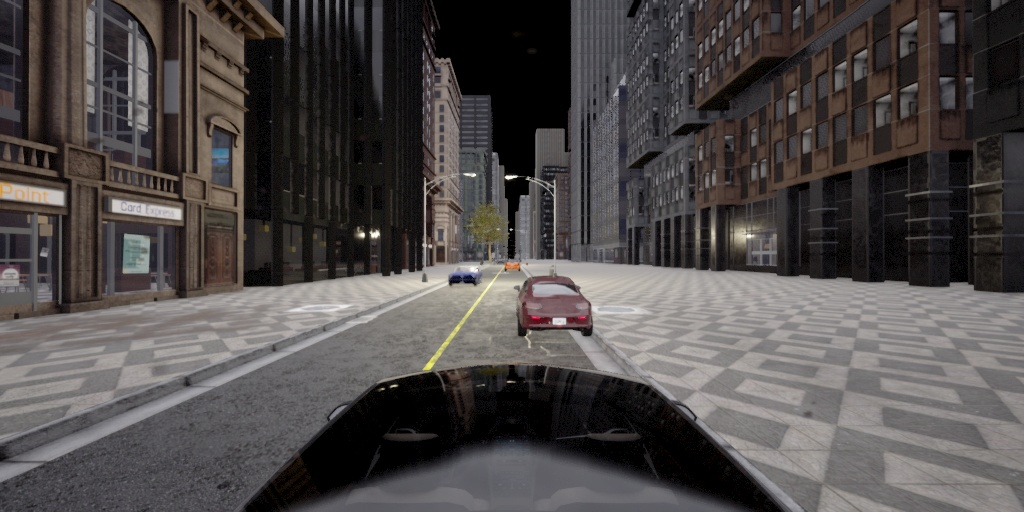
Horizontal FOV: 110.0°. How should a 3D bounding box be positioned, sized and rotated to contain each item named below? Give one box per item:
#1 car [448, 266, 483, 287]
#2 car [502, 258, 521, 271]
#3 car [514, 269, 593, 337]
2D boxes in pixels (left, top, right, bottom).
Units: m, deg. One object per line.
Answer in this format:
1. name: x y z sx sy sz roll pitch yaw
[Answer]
1. car: -3.109 1.358 24.520 1.895 1.301 4.718 0 0 0
2. car: 0.084 1.131 48.405 2.097 1.767 4.553 0 0 1
3. car: 1.047 1.278 10.219 1.812 1.442 4.674 0 0 0
